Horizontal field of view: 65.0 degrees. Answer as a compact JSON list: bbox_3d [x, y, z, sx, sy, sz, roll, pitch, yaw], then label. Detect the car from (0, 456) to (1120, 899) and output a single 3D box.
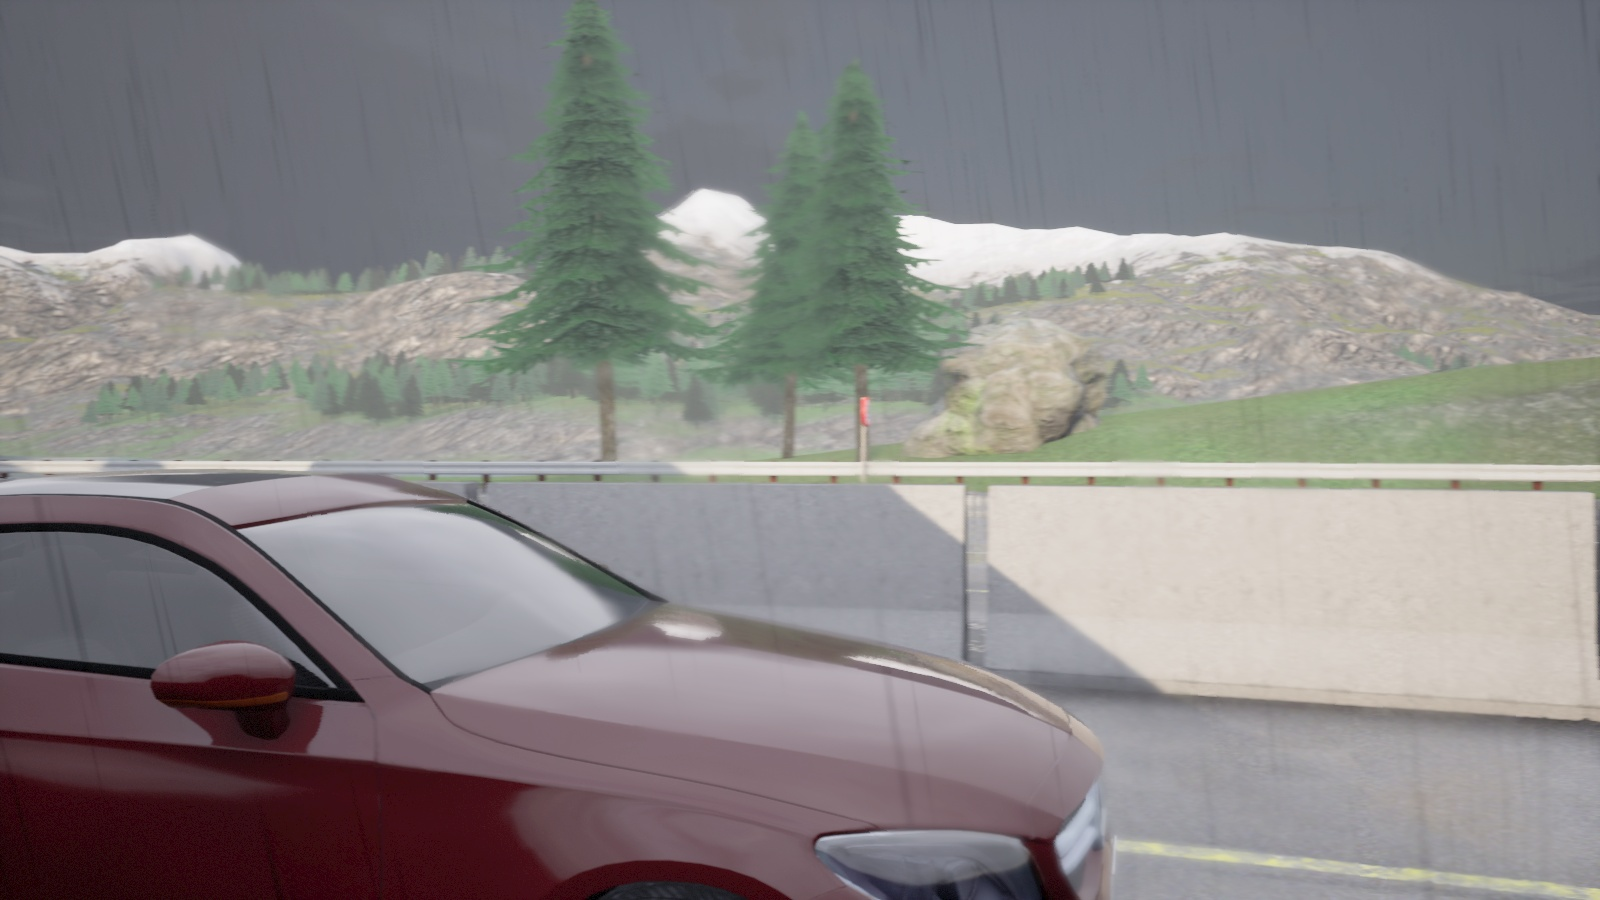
[{"bbox_3d":[-1.502,0.776,3.641,4.674,1.442,1.812,0,1,15],"label":"car"}]
